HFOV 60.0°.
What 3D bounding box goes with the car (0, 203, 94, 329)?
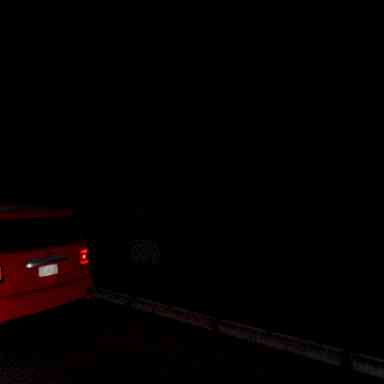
[{"bbox_3d":[-4.291,1.245,6.475,5.566,2.045,2.150,0,0,36],"label":"car"}]
